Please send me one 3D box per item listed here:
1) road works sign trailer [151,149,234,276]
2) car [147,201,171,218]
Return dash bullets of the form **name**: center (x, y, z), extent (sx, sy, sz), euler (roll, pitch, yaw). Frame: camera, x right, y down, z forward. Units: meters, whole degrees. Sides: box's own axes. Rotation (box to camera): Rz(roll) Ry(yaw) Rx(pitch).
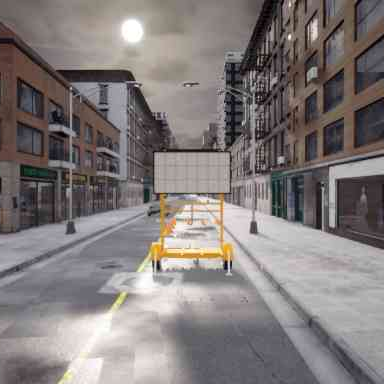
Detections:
- **road works sign trailer**: center (0.004, 0.466, 10.381), extent (2.380, 3.560, 2.880), euler (0, 0, 0)
- **car**: center (-2.988, 1.568, 31.117), extent (2.033, 1.411, 5.357), euler (0, 0, 0)
